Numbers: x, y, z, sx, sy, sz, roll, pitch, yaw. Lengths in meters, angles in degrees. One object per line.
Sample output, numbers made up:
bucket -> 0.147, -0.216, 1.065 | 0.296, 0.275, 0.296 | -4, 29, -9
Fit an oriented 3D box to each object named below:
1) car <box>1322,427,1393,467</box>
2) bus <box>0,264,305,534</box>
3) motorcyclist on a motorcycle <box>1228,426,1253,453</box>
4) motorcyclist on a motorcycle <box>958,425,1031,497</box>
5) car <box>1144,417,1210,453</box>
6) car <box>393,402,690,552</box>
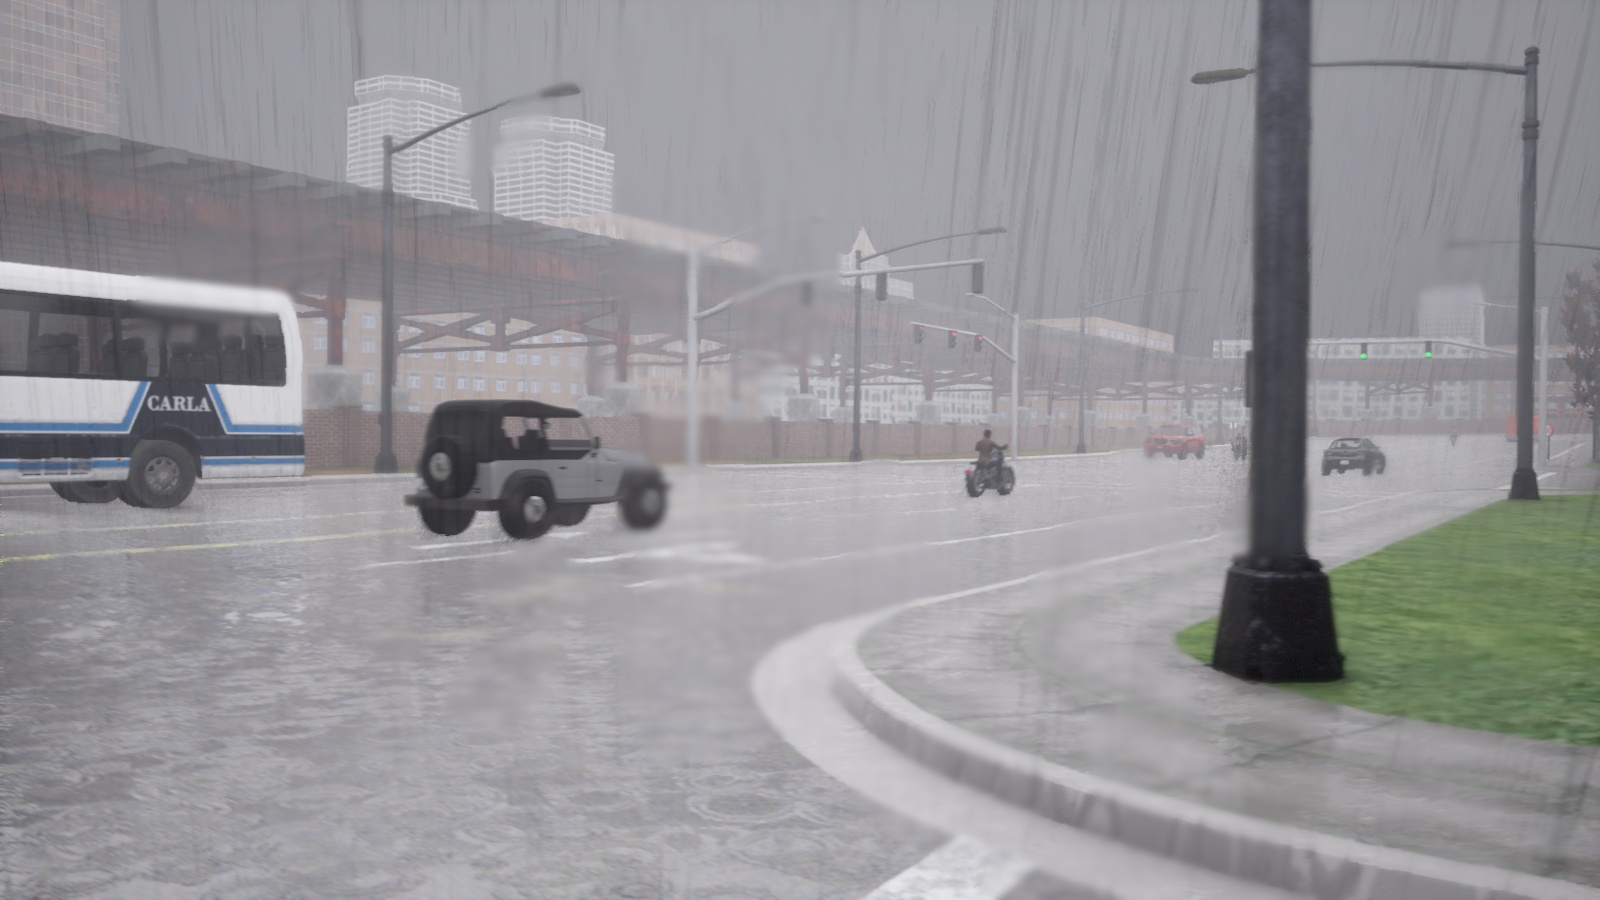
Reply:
car -> 21.732, -0.138, 48.887 | 1.816, 1.474, 4.193 | 0, 1, 34
bus -> -14.070, -0.805, 21.029 | 3.944, 4.253, 10.273 | 0, 1, 34
motorcyclist on a motorcycle -> 25.848, -0.617, 73.669 | 0.866, 1.530, 2.191 | 0, 2, 34
motorcyclist on a motorcycle -> 4.663, 0.231, 29.948 | 0.766, 1.649, 2.350 | 0, 1, 34
car -> 22.599, -0.912, 75.113 | 2.150, 2.045, 5.566 | 0, 2, 34
car -> -3.547, 0.313, 17.846 | 1.905, 1.878, 3.866 | 0, 1, 34
